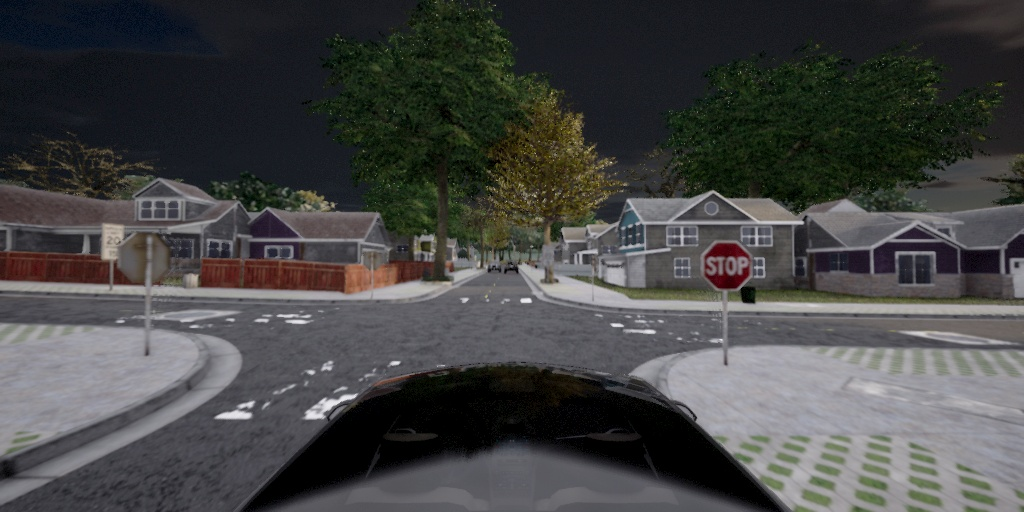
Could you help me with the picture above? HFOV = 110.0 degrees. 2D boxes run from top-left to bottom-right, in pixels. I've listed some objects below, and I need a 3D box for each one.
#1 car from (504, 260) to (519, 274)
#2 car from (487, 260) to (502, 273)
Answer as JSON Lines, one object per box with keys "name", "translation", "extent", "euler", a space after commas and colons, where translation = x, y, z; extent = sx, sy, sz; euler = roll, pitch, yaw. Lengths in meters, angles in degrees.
{"name": "car", "translation": [-0.082, 1.633, 54.574], "extent": [2.150, 2.045, 5.566], "euler": [0, -1, 0]}
{"name": "car", "translation": [-2.839, 1.695, 59.515], "extent": [2.150, 2.045, 5.566], "euler": [0, -1, 0]}
